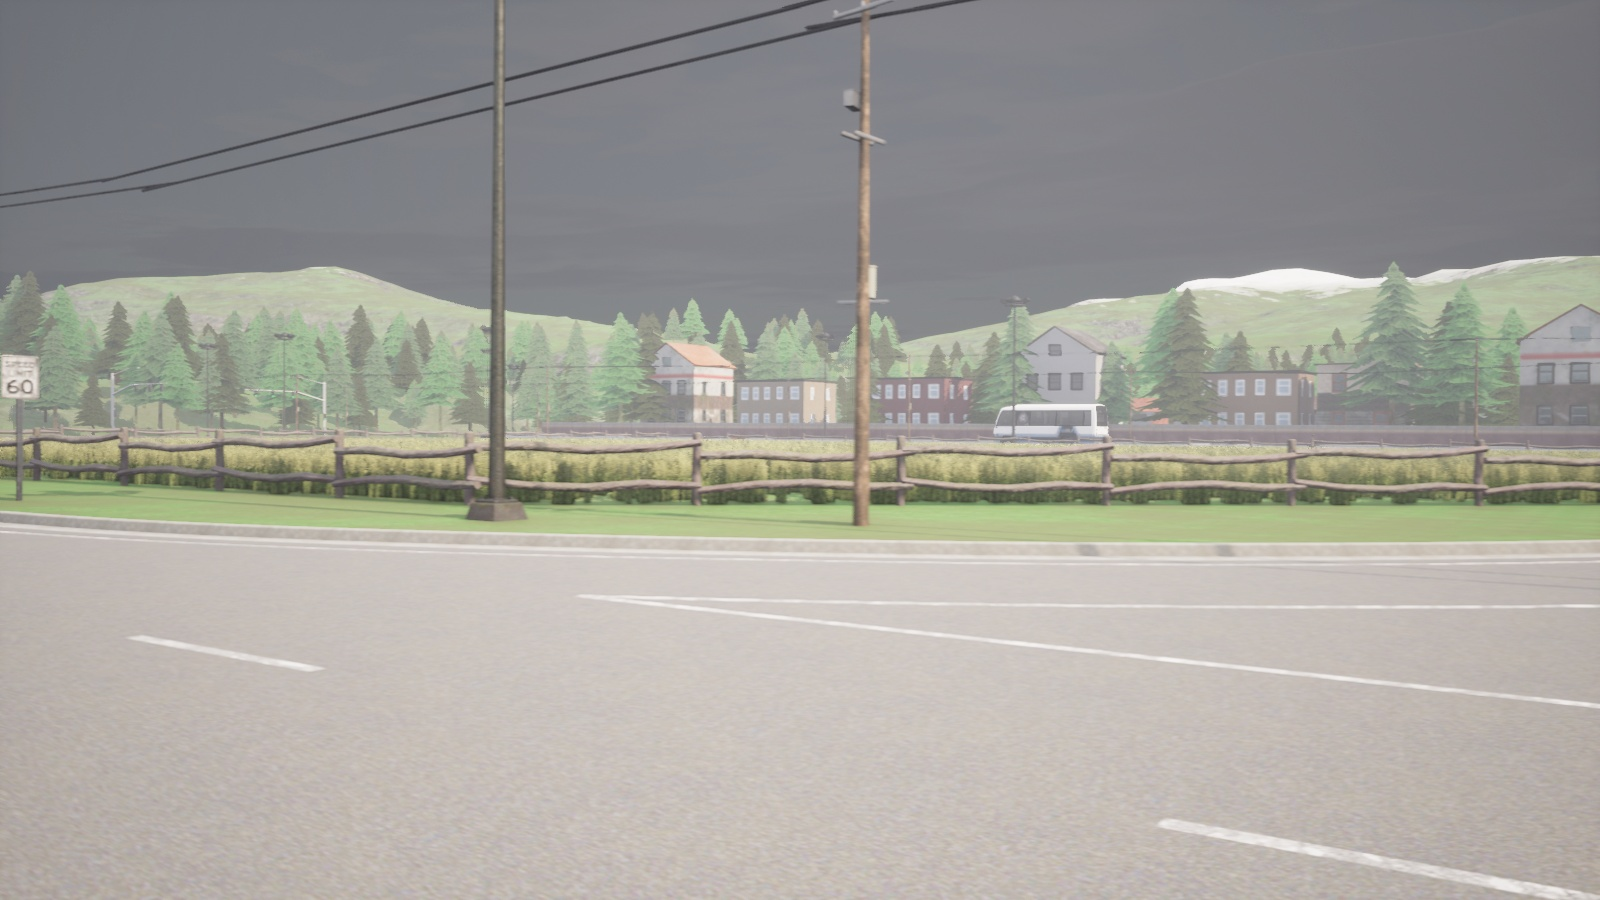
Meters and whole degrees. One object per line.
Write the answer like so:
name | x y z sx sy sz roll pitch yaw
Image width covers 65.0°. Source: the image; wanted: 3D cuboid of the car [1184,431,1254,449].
car | 31.464 -0.741 94.340 4.718 1.301 1.895 0 1 34
